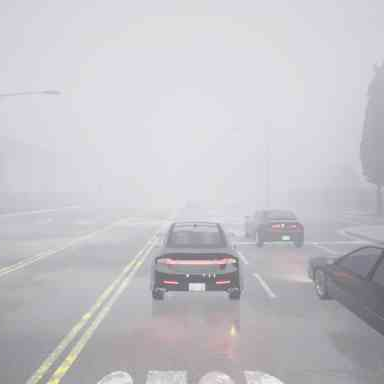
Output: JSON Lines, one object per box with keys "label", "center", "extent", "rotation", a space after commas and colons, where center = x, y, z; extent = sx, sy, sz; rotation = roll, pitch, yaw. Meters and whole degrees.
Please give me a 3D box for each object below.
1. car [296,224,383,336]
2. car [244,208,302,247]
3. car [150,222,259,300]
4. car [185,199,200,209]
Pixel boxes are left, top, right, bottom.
{"label": "car", "center": [3.591, 1.547, 5.349], "extent": [2.033, 1.411, 5.357], "rotation": [0, 0, 0]}
{"label": "car", "center": [3.575, 1.505, 15.095], "extent": [1.837, 1.490, 4.892], "rotation": [0, 0, 0]}
{"label": "car", "center": [0.087, 1.492, 8.397], "extent": [2.128, 1.511, 4.902], "rotation": [0, 0, 0]}
{"label": "car", "center": [0.026, 1.601, 44.137], "extent": [1.895, 1.301, 4.718], "rotation": [0, 0, 0]}
